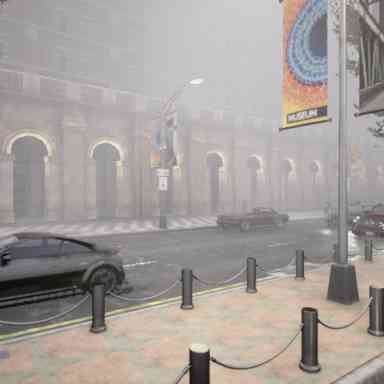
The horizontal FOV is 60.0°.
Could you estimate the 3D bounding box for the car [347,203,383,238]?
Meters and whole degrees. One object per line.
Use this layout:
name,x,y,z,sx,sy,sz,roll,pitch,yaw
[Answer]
car,10.079,1.352,16.828,4.553,1.767,2.097,0,0,-36

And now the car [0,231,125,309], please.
car,-3.550,1.564,6.974,4.181,1.385,1.994,0,0,-36

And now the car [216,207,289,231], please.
car,3.756,1.595,20.467,4.718,1.301,1.895,0,0,-36

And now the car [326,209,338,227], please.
car,10.603,1.525,21.478,4.674,1.442,1.812,0,0,-35
